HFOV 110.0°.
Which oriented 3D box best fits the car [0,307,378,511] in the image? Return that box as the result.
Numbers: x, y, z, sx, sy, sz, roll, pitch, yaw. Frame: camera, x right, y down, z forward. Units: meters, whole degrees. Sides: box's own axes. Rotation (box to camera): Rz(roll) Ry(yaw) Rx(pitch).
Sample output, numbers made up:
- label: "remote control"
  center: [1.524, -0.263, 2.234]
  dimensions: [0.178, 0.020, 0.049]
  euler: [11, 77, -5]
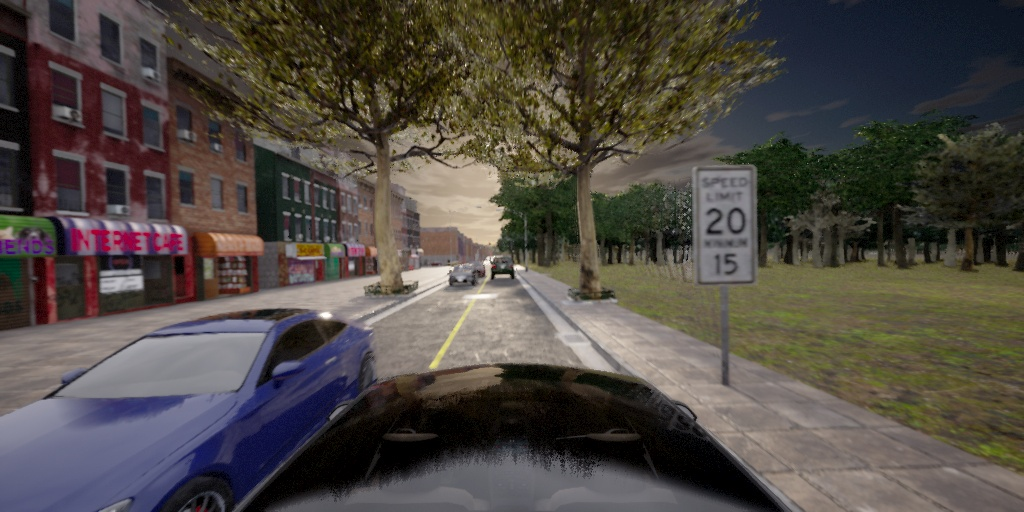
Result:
- label: "car"
  center: [-2.841, 1.338, 3.633]
  dimensions: [1.812, 1.442, 4.674]
  euler: [-1, 0, -2]

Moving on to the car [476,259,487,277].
- label: "car"
  center: [-3.806, 1.325, 37.597]
  dimensions: [2.097, 1.767, 4.553]
  euler: [-1, 0, -2]

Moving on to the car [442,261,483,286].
- label: "car"
  center: [-3.540, 1.362, 26.626]
  dimensions: [2.128, 1.511, 4.902]
  euler: [-1, 0, -2]

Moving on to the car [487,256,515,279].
- label: "car"
  center: [-0.886, 1.053, 33.810]
  dimensions: [2.150, 2.045, 5.566]
  euler: [-1, 0, -1]
